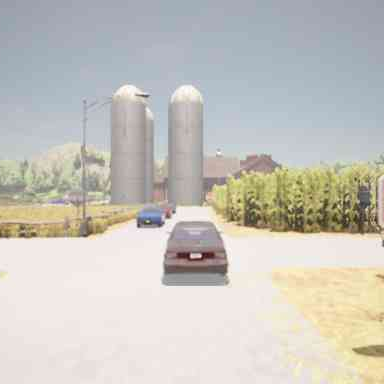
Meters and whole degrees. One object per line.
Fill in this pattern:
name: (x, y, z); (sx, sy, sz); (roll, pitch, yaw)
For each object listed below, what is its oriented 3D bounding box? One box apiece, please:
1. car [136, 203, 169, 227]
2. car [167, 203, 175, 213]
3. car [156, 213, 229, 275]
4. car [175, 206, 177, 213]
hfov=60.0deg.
car: (-3.191, 1.910, 26.487); (1.882, 1.535, 5.008); (0, -1, 0)
car: (-3.187, 2.077, 36.055); (1.882, 1.535, 5.008); (0, -1, 0)
car: (0.094, 1.642, 10.774); (2.033, 1.411, 5.357); (0, 0, 0)
car: (-3.145, 2.292, 46.898); (2.033, 1.411, 5.357); (0, -1, 1)
